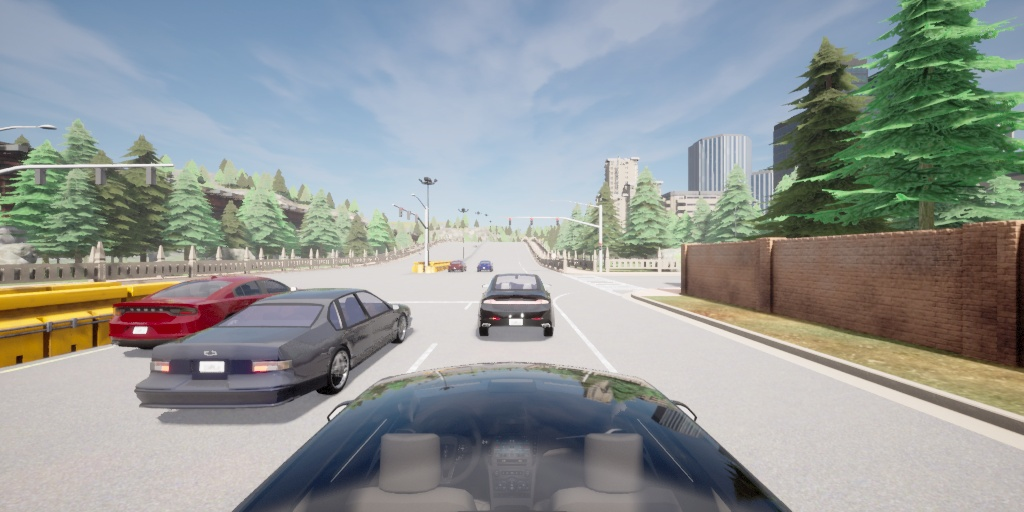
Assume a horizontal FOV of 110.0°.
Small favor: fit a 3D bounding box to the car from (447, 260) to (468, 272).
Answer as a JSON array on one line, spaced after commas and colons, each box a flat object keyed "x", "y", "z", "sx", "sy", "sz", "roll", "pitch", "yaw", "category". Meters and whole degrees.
[{"x": -6.879, "y": 1.276, "z": 45.333, "sx": 1.812, "sy": 1.442, "sz": 4.674, "roll": 0, "pitch": 0, "yaw": 0, "category": "car"}]

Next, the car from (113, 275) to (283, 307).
[{"x": -6.897, "y": 1.228, "z": 9.129, "sx": 1.882, "sy": 1.535, "sz": 5.008, "roll": 0, "pitch": 0, "yaw": 0, "category": "car"}]

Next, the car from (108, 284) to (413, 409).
[{"x": -3.397, "y": 1.297, "z": 6.565, "sx": 2.033, "sy": 1.411, "sz": 5.357, "roll": 0, "pitch": 0, "yaw": 0, "category": "car"}]

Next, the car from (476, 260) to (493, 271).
[{"x": -3.384, "y": 1.276, "z": 45.730, "sx": 1.812, "sy": 1.442, "sz": 4.674, "roll": 0, "pitch": 0, "yaw": 0, "category": "car"}]

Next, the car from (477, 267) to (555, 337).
[{"x": 0.132, "y": 1.242, "z": 10.310, "sx": 2.128, "sy": 1.511, "sz": 4.902, "roll": 0, "pitch": 0, "yaw": 1, "category": "car"}]
